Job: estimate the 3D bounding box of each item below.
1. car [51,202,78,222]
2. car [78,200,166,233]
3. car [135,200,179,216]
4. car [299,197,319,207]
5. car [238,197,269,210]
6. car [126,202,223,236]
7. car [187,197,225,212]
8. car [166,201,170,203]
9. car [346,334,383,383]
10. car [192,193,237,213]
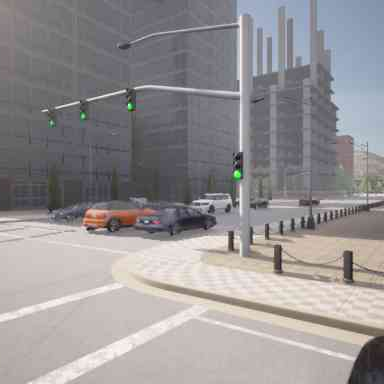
[{"bbox_3d":[-8.468,1.470,25.645,1.812,1.442,4.674,0,0,38],"label":"car"},{"bbox_3d":[-3.983,1.296,19.540,2.097,1.767,4.553,0,0,36],"label":"car"},{"bbox_3d":[-3.389,1.508,32.682,1.994,1.385,4.181,0,0,36],"label":"car"},{"bbox_3d":[17.329,1.422,49.123,1.882,1.535,5.008,0,0,36],"label":"car"},{"bbox_3d":[8.210,1.422,42.772,1.882,1.535,5.008,0,0,36],"label":"car"},{"bbox_3d":[-0.733,1.492,18.065,2.033,1.411,5.357,0,0,36],"label":"car"},{"bbox_3d":[1.751,1.436,39.809,2.128,1.511,4.902,0,0,36],"label":"car"},{"bbox_3d":[-3.599,1.545,26.404,1.895,1.301,4.718,0,0,36],"label":"car"},{"bbox_3d":[3.036,1.564,1.803,4.181,1.385,1.994,0,0,36],"label":"car"},{"bbox_3d":[2.109,1.166,34.319,2.150,2.045,5.566,0,0,36],"label":"car"}]
